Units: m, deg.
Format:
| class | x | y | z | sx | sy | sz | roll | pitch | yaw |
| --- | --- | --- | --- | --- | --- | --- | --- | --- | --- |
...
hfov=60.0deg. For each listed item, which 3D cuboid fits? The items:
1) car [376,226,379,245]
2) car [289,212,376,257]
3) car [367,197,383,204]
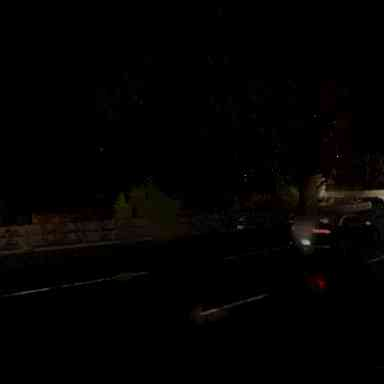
| class | x | y | z | sx | sy | sz | roll | pitch | yaw |
| --- | --- | --- | --- | --- | --- | --- | --- | --- | --- |
| car | 7.915 | 1.531 | 10.452 | 4.902 | 1.511 | 2.128 | 0 | 0 | -42 |
| car | 5.767 | 1.548 | 13.224 | 4.902 | 1.511 | 2.128 | 0 | 0 | -42 |
| car | 38.082 | 1.765 | 69.110 | 1.812 | 1.442 | 4.674 | 0 | 0 | 10 |
